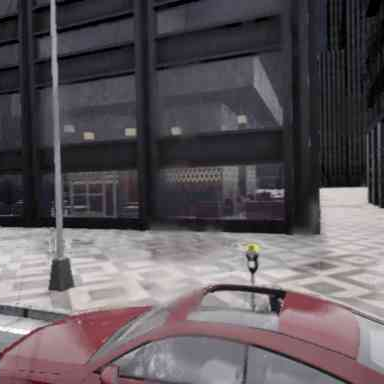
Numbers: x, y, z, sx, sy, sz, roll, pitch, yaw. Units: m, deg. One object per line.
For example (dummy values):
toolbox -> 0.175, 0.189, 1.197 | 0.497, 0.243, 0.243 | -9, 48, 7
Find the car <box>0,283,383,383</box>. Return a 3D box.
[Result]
car -> 0.193, 1.518, 2.837 | 4.206, 1.307, 1.802 | -1, 1, 21
